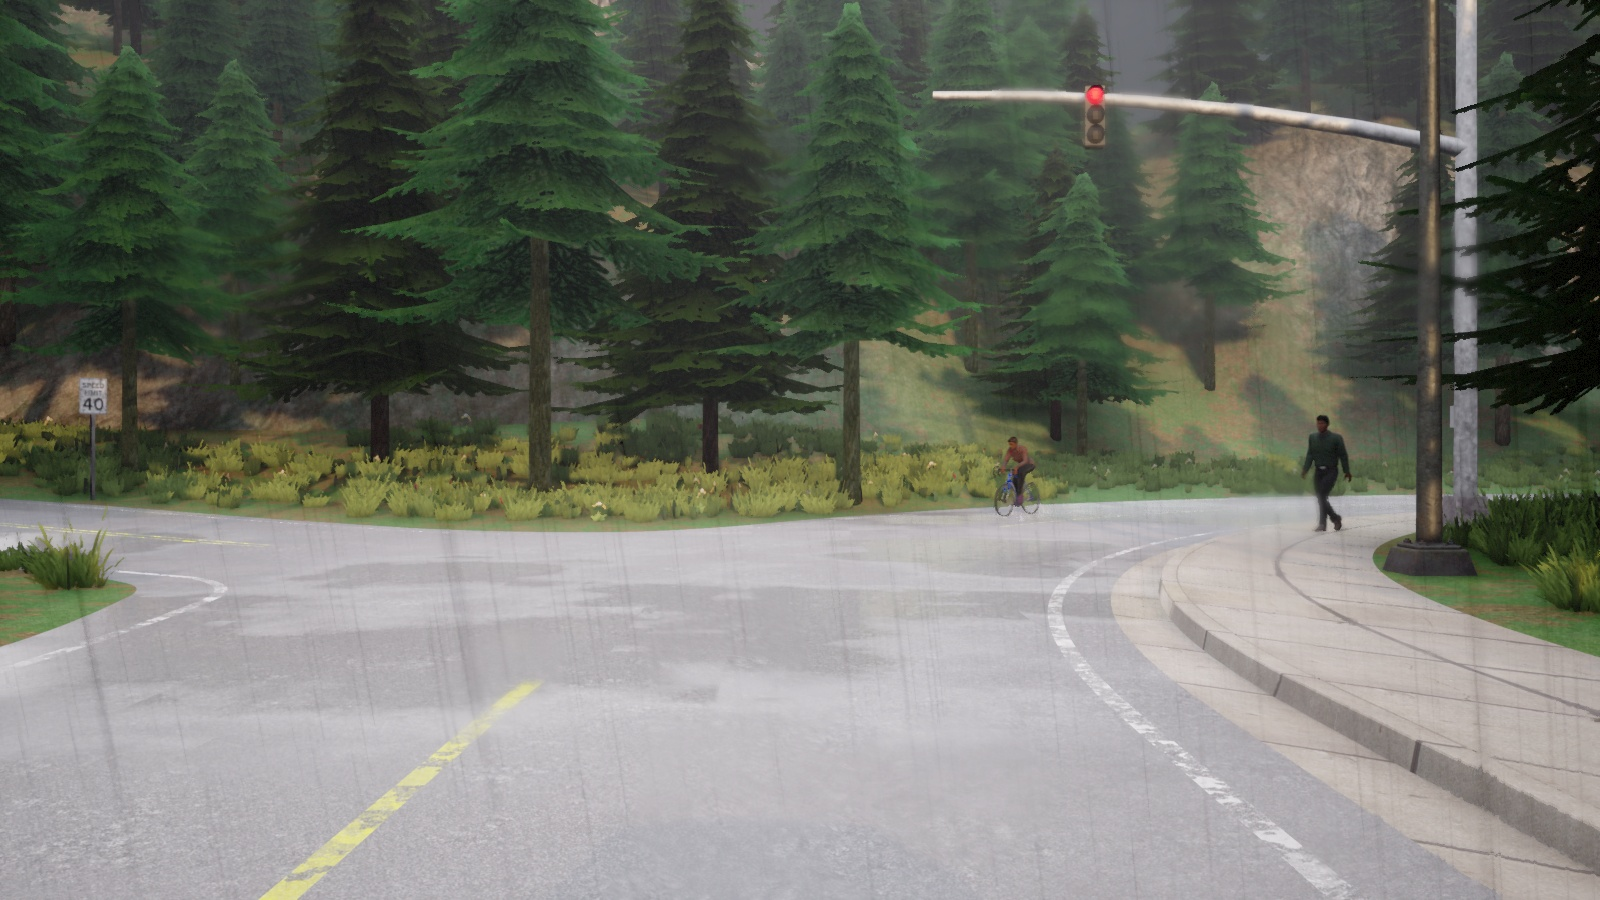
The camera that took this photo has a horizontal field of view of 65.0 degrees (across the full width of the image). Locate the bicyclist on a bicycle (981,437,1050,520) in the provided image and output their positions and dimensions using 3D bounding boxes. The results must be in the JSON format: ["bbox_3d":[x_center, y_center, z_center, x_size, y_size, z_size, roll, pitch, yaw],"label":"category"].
[{"bbox_3d":[4.413,0.558,25.619,0.582,1.620,1.656,1,1,43],"label":"bicyclist on a bicycle"}]

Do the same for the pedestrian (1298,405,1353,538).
[{"bbox_3d":[7.873,0.309,18.807,0.788,1.949,0.423,0,0,-37],"label":"pedestrian"}]
